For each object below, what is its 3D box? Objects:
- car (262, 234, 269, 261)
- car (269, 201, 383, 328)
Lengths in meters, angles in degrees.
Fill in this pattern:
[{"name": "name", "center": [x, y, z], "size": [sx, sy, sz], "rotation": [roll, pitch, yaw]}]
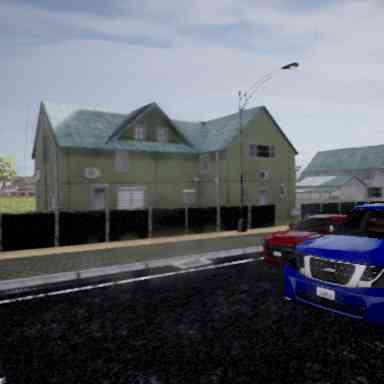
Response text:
[{"name": "car", "center": [4.445, 1.473, 10.848], "size": [5.008, 1.535, 1.882], "rotation": [0, 0, -36]}, {"name": "car", "center": [4.324, 1.218, 6.770], "size": [5.566, 2.045, 2.150], "rotation": [0, 0, -36]}]
